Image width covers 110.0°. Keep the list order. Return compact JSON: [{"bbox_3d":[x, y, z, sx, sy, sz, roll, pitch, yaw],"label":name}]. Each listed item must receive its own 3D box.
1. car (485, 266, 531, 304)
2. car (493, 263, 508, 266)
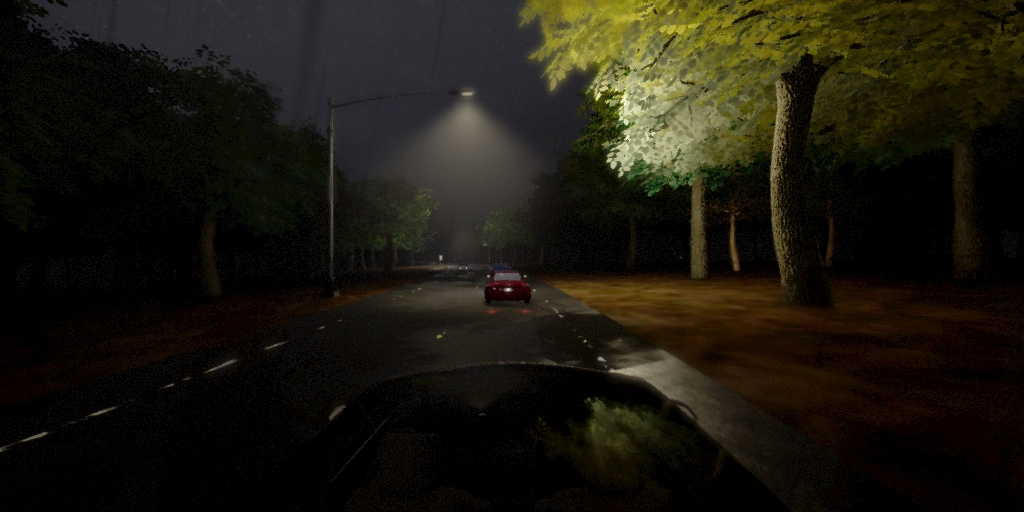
[{"bbox_3d":[-0.227,1.343,16.531,1.994,1.385,4.181,0,0,-2],"label":"car"},{"bbox_3d":[-1.018,1.351,31.579,1.812,1.442,4.674,0,0,-4],"label":"car"}]
